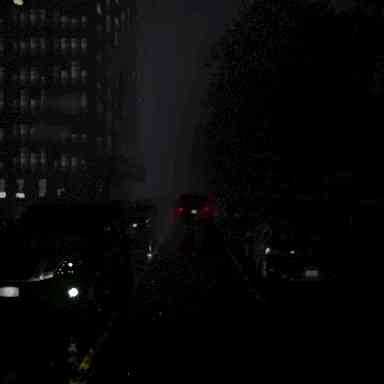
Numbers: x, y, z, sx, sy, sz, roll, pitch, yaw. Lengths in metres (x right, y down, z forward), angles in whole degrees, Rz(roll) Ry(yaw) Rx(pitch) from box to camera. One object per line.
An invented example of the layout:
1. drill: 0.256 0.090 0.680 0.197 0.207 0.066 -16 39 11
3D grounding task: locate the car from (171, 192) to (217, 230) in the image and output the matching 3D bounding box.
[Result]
1. car: 0.113 1.123 20.192 2.150 2.045 5.566 0 0 0

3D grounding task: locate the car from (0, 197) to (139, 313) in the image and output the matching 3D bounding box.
1. car: -2.843 1.183 7.927 2.150 2.045 5.566 0 0 0

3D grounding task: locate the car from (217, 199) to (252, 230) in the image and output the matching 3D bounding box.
1. car: 2.579 1.341 20.412 1.967 1.590 4.097 0 0 0

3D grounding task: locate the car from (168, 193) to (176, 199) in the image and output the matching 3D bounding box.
1. car: -5.254 1.078 86.795 1.752 1.417 4.829 0 0 0

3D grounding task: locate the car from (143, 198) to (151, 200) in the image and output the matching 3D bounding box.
1. car: -5.294 1.391 31.516 1.887 1.381 4.507 0 0 0

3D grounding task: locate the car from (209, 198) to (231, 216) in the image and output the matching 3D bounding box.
1. car: 2.587 1.370 31.673 1.752 1.417 4.829 0 0 0

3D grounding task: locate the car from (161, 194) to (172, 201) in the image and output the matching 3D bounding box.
1. car: -5.266 1.194 70.331 2.008 1.369 4.403 0 0 0

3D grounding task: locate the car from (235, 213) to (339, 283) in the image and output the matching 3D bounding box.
1. car: 2.571 1.505 9.322 2.008 1.369 4.403 0 0 0

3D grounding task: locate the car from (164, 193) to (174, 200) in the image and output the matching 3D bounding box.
1. car: -5.262 1.053 75.875 1.967 1.590 4.097 0 0 0

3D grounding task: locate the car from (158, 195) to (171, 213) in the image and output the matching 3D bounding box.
1. car: -2.792 1.326 34.004 2.128 1.511 4.902 0 0 0

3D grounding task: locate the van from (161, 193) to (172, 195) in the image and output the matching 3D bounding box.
1. van: -5.269 1.014 64.785 1.690 1.788 3.998 0 0 0

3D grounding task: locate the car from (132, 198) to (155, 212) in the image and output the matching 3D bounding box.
1. car: -5.290 1.384 37.061 1.947 1.339 4.313 0 0 0

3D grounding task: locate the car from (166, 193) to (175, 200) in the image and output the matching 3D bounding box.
1. car: -5.258 1.023 81.420 1.967 1.590 4.097 0 0 0

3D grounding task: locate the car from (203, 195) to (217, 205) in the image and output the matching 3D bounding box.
1. car: 2.786 1.242 52.561 1.837 1.490 4.892 0 0 0

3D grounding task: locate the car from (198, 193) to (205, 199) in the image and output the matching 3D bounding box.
1. car: 2.631 1.064 92.500 1.887 1.381 4.507 0 0 0

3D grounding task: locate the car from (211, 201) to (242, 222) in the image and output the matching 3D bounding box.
1. car: 2.583 1.439 25.958 1.947 1.339 4.313 0 0 0

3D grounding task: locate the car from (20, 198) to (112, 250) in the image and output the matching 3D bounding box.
1. car: -5.306 1.244 14.881 2.192 1.841 5.009 0 0 0

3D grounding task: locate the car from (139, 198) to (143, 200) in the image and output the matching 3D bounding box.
1. car: -5.298 1.314 25.971 1.967 1.590 4.097 0 0 0

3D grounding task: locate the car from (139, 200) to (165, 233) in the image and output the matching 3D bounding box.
1. car: -2.834 1.414 19.032 1.837 1.490 4.892 0 0 0

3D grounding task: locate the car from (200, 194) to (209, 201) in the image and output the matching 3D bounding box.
1. car: 2.615 1.187 70.320 1.887 1.381 4.507 0 0 0

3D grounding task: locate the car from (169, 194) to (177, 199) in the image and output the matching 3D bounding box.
1. car: -5.250 1.103 92.510 1.802 1.307 4.206 0 0 0

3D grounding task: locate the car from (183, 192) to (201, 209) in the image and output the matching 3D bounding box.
1. car: 0.082 1.013 42.600 2.150 2.045 5.566 0 1 1
